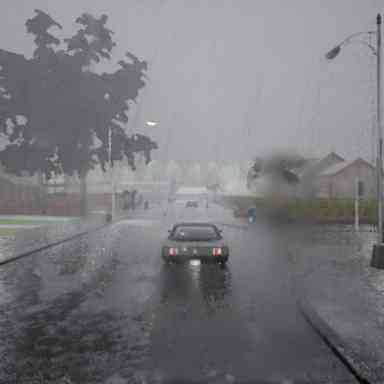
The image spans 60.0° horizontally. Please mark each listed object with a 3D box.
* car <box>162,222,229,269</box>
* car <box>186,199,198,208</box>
[{"bbox_3d":[0.095,1.690,11.435,1.895,1.301,4.718,0,0,0],"label":"car"},{"bbox_3d":[-0.009,1.915,56.974,1.882,1.535,5.008,0,0,0],"label":"car"}]
